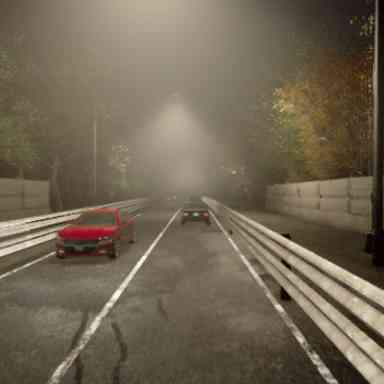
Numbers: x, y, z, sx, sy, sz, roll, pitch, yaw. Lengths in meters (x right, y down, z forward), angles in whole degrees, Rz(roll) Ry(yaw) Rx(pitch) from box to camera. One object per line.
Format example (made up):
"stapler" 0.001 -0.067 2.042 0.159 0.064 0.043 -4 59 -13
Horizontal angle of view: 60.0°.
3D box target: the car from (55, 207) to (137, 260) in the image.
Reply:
"car" -3.279 1.363 12.223 1.882 1.535 5.008 0 0 0

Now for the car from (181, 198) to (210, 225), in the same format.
"car" 0.238 1.373 22.472 2.033 1.411 5.357 0 0 0

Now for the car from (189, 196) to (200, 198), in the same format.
"car" 0.370 1.251 42.946 1.882 1.535 5.008 0 0 0
